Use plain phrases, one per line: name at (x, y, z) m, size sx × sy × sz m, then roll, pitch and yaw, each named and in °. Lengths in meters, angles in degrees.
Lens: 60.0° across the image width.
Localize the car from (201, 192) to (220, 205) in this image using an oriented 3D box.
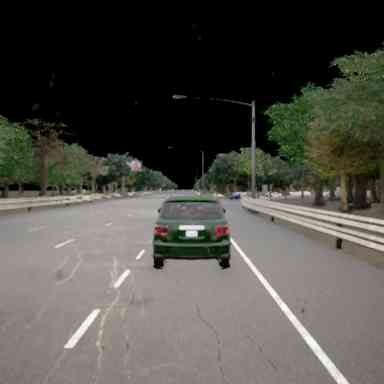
car at (2.813, 0.887, 49.807) m, size 2.097 × 1.767 × 4.553 m, roll 0°, pitch 1°, yaw 14°

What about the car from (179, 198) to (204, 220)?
car at (-0.005, 1.286, 26.564) m, size 1.812 × 1.442 × 4.674 m, roll 0°, pitch 0°, yaw 0°

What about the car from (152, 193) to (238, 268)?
car at (-0.008, 1.118, 11.052) m, size 2.150 × 2.045 × 5.566 m, roll 0°, pitch 1°, yaw 0°

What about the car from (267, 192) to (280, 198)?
car at (20.374, 0.675, 83.703) m, size 1.837 × 1.490 × 4.892 m, roll 0°, pitch 1°, yaw 41°

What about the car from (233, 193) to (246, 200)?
car at (9.313, 0.847, 66.958) m, size 1.882 × 1.535 × 5.008 m, roll 0°, pitch 0°, yaw 27°
